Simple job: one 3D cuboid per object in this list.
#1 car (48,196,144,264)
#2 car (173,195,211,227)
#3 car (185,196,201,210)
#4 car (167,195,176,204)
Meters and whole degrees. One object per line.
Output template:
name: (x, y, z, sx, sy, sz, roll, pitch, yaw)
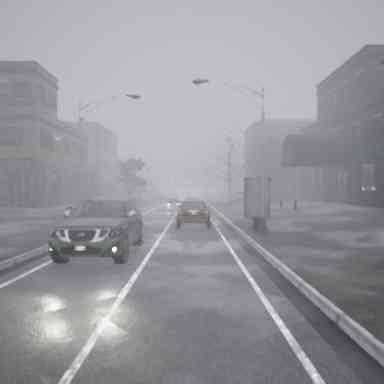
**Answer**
car: (-3.106, 1.187, 12.010, 2.150, 2.045, 5.566, 0, 0, 0)
car: (0.088, 1.255, 21.987, 2.097, 1.767, 4.553, 0, 0, 0)
car: (0.079, 1.262, 40.422, 1.837, 1.490, 4.892, 0, 0, 0)
car: (-3.077, 1.162, 55.676, 1.812, 1.442, 4.674, 0, 1, 0)
